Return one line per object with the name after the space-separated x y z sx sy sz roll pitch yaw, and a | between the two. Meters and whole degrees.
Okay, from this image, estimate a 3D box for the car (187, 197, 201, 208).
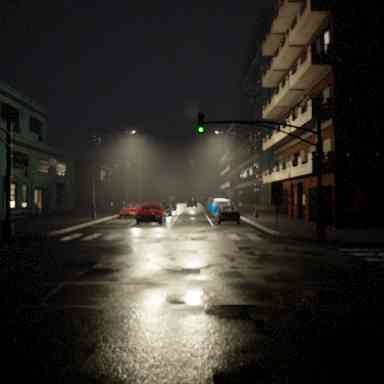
0.020 1.909 55.219 2.033 1.411 5.357 0 0 0 | car

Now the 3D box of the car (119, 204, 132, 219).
-5.668 1.793 31.281 1.802 1.307 4.206 1 0 0 | car

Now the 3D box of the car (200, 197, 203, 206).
2.722 1.878 53.806 1.752 1.417 4.829 1 0 0 | car

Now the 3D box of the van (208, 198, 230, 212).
2.716 1.553 31.314 1.690 1.788 3.998 1 0 0 | van

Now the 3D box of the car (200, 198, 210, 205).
2.728 2.014 70.378 1.947 1.339 4.313 1 0 0 | car

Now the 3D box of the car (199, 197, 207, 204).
2.732 2.054 81.540 1.887 1.381 4.507 1 0 0 | car

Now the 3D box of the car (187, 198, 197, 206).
0.022 1.969 65.641 2.033 1.411 5.357 0 0 0 | car

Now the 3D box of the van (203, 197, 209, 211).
2.720 1.624 42.477 1.690 1.788 3.998 1 0 0 | van

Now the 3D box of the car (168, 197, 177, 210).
-3.070 1.798 46.206 2.128 1.511 4.902 0 0 0 | car

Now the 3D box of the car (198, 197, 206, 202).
2.736 2.119 92.702 2.008 1.369 4.403 1 0 0 | car

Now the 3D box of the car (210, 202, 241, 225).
2.711 1.726 25.734 2.008 1.369 4.403 1 0 0 | car

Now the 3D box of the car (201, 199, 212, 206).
2.725 1.983 64.798 1.947 1.339 4.313 1 0 0 | car

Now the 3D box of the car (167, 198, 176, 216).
-3.074 1.745 35.833 1.837 1.490 4.892 0 0 0 | car

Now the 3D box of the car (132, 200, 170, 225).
-3.079 1.653 25.790 1.882 1.535 5.008 0 0 0 | car

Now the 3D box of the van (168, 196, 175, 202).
-5.641 1.909 92.664 1.690 1.788 3.998 1 0 0 | van

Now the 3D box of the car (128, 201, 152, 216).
-5.665 1.792 36.861 1.887 1.381 4.507 1 0 0 | car
